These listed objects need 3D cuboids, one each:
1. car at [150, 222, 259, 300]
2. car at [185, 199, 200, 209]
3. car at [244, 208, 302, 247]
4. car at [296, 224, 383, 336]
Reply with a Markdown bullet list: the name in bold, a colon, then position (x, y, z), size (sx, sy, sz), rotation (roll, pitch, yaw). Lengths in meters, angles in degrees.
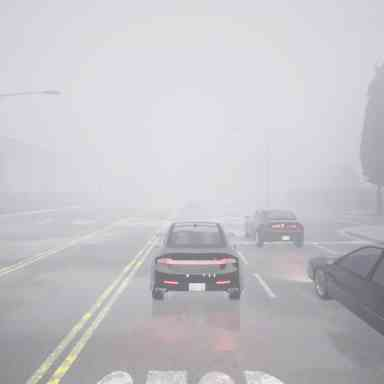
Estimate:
- **car**: position (0.087, 1.491, 8.397), size (2.128, 1.511, 4.902), rotation (0, 0, 0)
- **car**: position (0.026, 1.600, 44.133), size (1.895, 1.301, 4.718), rotation (0, 0, 0)
- **car**: position (3.575, 1.504, 15.095), size (1.837, 1.490, 4.892), rotation (0, 0, 0)
- **car**: position (3.591, 1.547, 5.349), size (2.033, 1.411, 5.357), rotation (0, 0, 0)
